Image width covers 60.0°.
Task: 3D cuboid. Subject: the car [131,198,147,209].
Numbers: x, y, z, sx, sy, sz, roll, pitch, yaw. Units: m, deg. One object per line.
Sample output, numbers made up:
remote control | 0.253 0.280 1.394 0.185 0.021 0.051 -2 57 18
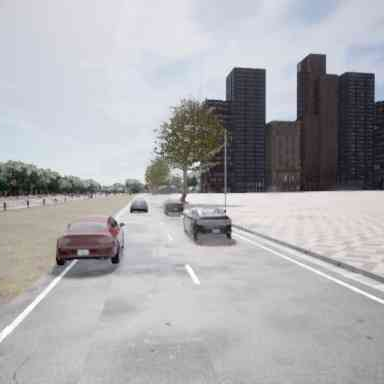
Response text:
car | -7.540 1.570 47.557 2.033 1.411 5.357 0 0 -9

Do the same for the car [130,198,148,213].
car | -5.990 1.588 37.696 1.994 1.385 4.181 0 0 -8

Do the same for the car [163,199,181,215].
car | -1.937 1.498 34.487 1.882 1.535 5.008 0 0 -9

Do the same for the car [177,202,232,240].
car | 0.687 1.491 17.024 2.128 1.511 4.902 0 0 -9

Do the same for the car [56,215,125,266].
car | -3.368 1.524 11.536 1.812 1.442 4.674 0 0 -9
